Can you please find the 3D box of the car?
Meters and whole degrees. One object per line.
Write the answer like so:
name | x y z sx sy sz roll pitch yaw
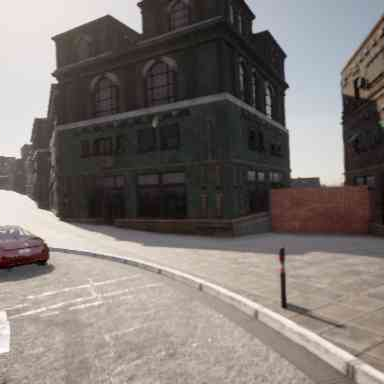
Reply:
car | -6.775 1.867 11.556 4.181 1.385 1.994 -2 0 38
